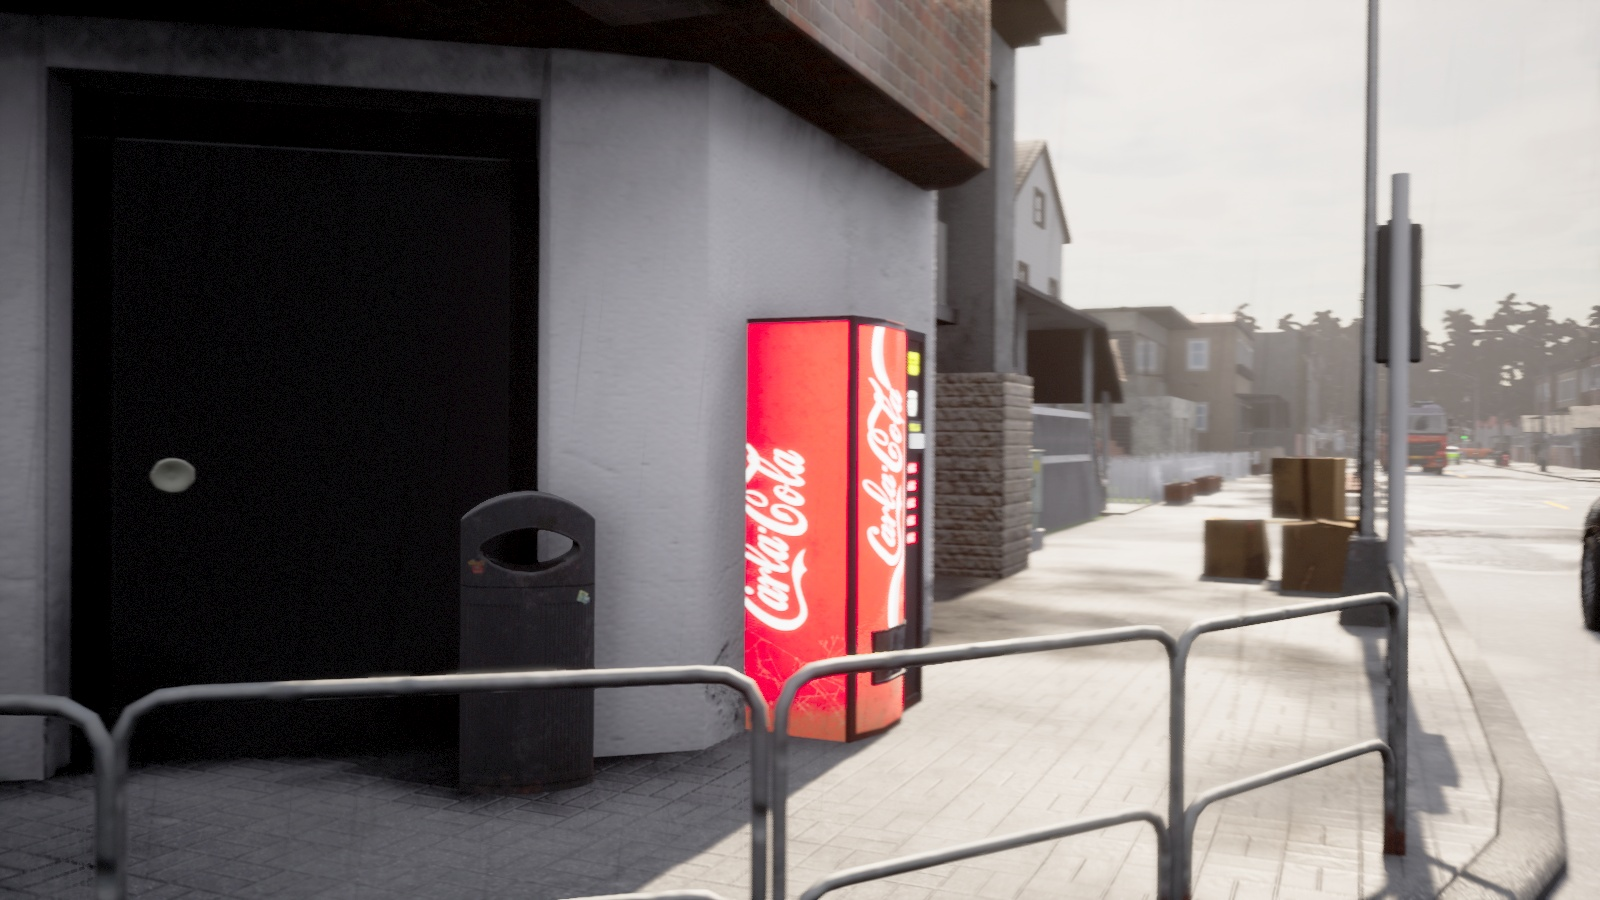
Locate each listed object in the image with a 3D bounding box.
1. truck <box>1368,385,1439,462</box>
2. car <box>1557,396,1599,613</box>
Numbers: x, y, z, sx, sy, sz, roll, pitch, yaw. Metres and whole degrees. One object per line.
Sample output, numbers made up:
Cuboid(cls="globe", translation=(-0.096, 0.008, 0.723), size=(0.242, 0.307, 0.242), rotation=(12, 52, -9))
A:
Cuboid(cls="truck", translation=(32.419, -1.386, 67.708), size=(2.891, 3.827, 8.468), rotation=(-1, 1, 22))
Cuboid(cls="car", translation=(6.895, 0.414, 8.713), size=(2.152, 1.651, 5.027), rotation=(-1, 1, 23))
